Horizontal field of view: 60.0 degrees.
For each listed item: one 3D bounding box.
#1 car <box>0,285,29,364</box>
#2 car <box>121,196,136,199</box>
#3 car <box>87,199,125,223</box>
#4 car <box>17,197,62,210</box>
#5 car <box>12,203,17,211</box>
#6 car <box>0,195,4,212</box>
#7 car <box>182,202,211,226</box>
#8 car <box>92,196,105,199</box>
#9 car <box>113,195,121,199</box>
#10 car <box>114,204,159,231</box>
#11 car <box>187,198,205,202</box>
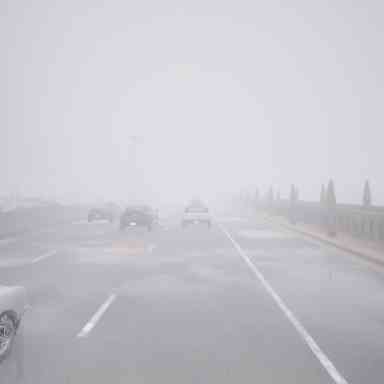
[{"bbox_3d":[-3.373,1.598,2.848,1.895,1.301,4.718,0,0,0],"label":"car"},{"bbox_3d":[-13.299,1.495,71.505,1.882,1.535,5.008,0,0,1],"label":"car"},{"bbox_3d":[-6.664,1.521,25.735,1.812,1.442,4.674,0,0,1],"label":"car"},{"bbox_3d":[-13.803,1.480,31.074,2.128,1.511,4.902,0,0,1],"label":"car"},{"bbox_3d":[-17.252,1.338,35.728,2.097,1.767,4.553,0,0,1],"label":"car"},{"bbox_3d":[-20.789,1.203,32.617,2.150,2.045,5.566,0,0,1],"label":"car"},{"bbox_3d":[0.310,1.602,23.089,1.895,1.301,4.718,0,0,1],"label":"car"},{"bbox_3d":[-20.299,1.606,71.545,1.895,1.301,4.718,0,0,1],"label":"car"},{"bbox_3d":[-16.750,1.550,76.409,2.128,1.511,4.902,0,0,1],"label":"car"},{"bbox_3d":[-3.214,1.503,20.693,1.837,1.490,4.892,0,0,1],"label":"car"},{"bbox_3d":[0.496,1.507,41.415,1.837,1.490,4.892,0,0,1],"label":"car"}]
